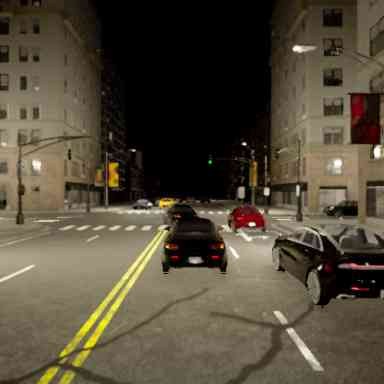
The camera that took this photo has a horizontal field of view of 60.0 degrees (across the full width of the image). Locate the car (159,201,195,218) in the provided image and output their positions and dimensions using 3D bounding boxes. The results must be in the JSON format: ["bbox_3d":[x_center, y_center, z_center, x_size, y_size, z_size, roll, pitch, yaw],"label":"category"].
[{"bbox_3d":[-0.808,1.597,22.453,1.812,1.442,4.674,0,0,-13],"label":"car"}]

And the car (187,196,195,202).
[{"bbox_3d":[-0.239,1.692,85.292,1.994,1.385,4.181,0,0,0],"label":"car"}]

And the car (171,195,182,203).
[{"bbox_3d":[-3.460,1.573,74.956,2.097,1.767,4.553,0,0,0],"label":"car"}]

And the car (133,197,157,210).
[{"bbox_3d":[-6.697,1.699,45.901,2.033,1.411,5.357,0,0,4],"label":"car"}]

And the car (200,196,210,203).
[{"bbox_3d":[3.040,1.777,74.881,2.033,1.411,5.357,0,0,0],"label":"car"}]

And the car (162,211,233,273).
[{"bbox_3d":[0.068,1.560,10.700,1.812,1.442,4.674,0,0,0],"label":"car"}]

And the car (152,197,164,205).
[{"bbox_3d":[-6.685,1.739,65.793,1.812,1.442,4.674,0,0,0],"label":"car"}]

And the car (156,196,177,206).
[{"bbox_3d":[-3.483,1.631,46.205,1.882,1.535,5.008,0,0,-1],"label":"car"}]

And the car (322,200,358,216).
[{"bbox_3d":[14.674,1.504,31.254,4.553,1.767,2.097,0,0,0],"label":"car"}]

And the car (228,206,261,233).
[{"bbox_3d":[3.260,1.592,20.274,1.812,1.442,4.674,0,0,0],"label":"car"}]

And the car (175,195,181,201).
[{"bbox_3d":[-3.443,1.564,64.995,2.097,1.767,4.553,0,0,0],"label":"car"}]

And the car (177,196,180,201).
[{"bbox_3d":[-3.484,1.784,55.542,1.895,1.301,4.718,0,0,0],"label":"car"}]

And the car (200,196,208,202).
[{"bbox_3d":[3.011,1.692,85.301,1.994,1.385,4.181,0,0,0],"label":"car"}]

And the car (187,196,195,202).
[{"bbox_3d":[-0.211,1.834,75.318,1.895,1.301,4.718,0,0,0],"label":"car"}]

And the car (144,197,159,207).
[{"bbox_3d":[-6.735,1.688,55.640,1.837,1.490,4.892,0,0,0],"label":"car"}]

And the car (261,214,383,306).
[{"bbox_3d":[3.326,1.518,8.060,2.128,1.511,4.902,0,0,0],"label":"car"}]
